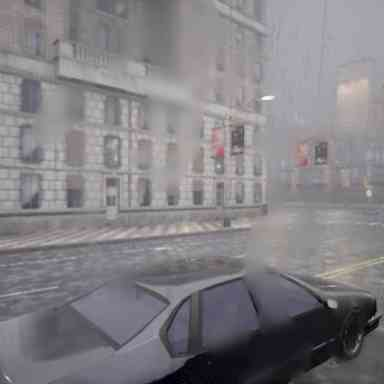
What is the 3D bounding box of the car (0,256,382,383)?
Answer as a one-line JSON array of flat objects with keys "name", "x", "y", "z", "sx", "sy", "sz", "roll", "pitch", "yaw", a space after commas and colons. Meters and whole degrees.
[{"name": "car", "x": 0.352, "y": 1.581, "z": 4.192, "sx": 5.357, "sy": 1.411, "sz": 2.033, "roll": 1, "pitch": -1, "yaw": -38}]
